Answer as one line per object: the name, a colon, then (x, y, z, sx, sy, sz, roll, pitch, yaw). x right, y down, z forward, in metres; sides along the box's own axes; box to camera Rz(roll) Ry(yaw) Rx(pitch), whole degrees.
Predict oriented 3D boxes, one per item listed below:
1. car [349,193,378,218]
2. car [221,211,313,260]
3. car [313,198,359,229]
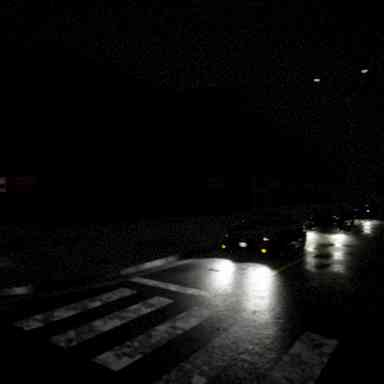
car: (15.014, 1.098, 29.552, 2.150, 2.045, 5.566, 0, 0, 36)
car: (2.785, 1.505, 12.377, 1.994, 1.385, 4.181, 0, 0, 35)
car: (8.857, 1.379, 20.910, 1.882, 1.535, 5.008, 0, 0, 35)
